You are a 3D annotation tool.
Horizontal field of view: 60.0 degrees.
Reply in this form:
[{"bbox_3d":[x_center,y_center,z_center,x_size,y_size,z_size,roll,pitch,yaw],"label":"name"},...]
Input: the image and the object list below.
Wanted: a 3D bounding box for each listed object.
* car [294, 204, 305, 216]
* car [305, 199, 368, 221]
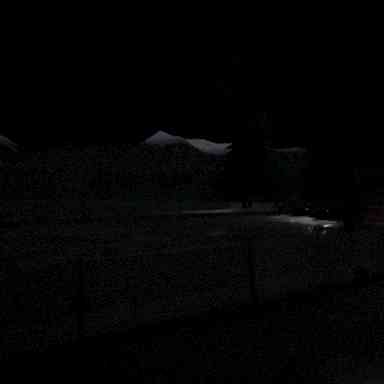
[{"bbox_3d":[11.684,1.401,30.618,5.008,1.535,1.882,0,0,-25],"label":"car"},{"bbox_3d":[11.892,1.410,26.847,5.008,1.535,1.882,0,0,-25],"label":"car"}]
